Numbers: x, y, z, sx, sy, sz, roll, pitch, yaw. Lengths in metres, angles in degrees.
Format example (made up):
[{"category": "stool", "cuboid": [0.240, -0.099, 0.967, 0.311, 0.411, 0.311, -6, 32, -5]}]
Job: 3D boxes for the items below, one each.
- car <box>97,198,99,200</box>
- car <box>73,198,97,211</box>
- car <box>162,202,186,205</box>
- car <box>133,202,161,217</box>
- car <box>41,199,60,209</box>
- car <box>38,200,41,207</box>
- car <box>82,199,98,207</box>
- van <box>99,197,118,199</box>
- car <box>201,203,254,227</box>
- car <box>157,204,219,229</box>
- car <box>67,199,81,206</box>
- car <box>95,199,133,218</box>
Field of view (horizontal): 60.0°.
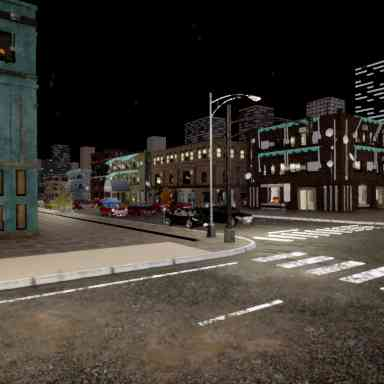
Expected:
[{"category": "car", "cuboid": [-17.451, 1.940, 62.612, 2.192, 1.841, 5.009, -1, 0, -35]}, {"category": "car", "cuboid": [-17.044, 1.939, 52.197, 2.097, 1.767, 4.553, -1, 0, -35]}, {"category": "car", "cuboid": [-1.448, 1.904, 40.029, 1.802, 1.307, 4.206, -2, 0, -35]}, {"category": "car", "cuboid": [-5.501, 1.931, 35.753, 1.994, 1.385, 4.181, -1, 0, -35]}, {"category": "car", "cuboid": [-24.185, 2.233, 57.628, 1.752, 1.417, 4.829, -1, 0, -35]}, {"category": "car", "cuboid": [-30.682, 2.376, 66.802, 2.008, 1.369, 4.403, -1, 0, -35]}, {"category": "car", "cuboid": [-20.645, 2.228, 67.129, 1.887, 1.381, 4.507, -1, 0, -35]}, {"category": "van", "cuboid": [-14.251, 1.907, 58.096, 1.690, 1.788, 3.998, -1, 0, -35]}, {"category": "car", "cuboid": [2.464, 1.735, 24.510, 1.812, 1.442, 4.674, -1, 0, -37]}, {"category": "car", "cuboid": [-0.364, 1.815, 23.789, 1.947, 1.339, 4.313, -1, 0, -35]}, {"category": "car", "cuboid": [-27.043, 2.364, 76.164, 1.947, 1.339, 4.313, -1, 0, -35]}, {"category": "car", "cuboid": [-8.289, 1.846, 35.183, 1.967, 1.590, 4.097, -1, 0, -35]}]
